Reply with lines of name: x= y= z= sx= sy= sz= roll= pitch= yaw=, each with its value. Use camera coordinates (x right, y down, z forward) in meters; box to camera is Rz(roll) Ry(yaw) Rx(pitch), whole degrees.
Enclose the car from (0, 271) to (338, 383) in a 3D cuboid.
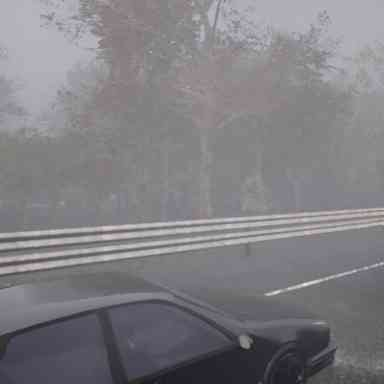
car: x=-0.895 y=1.543 z=3.112 sx=5.357 sy=1.411 sz=2.033 roll=0 pitch=0 yaw=-36
